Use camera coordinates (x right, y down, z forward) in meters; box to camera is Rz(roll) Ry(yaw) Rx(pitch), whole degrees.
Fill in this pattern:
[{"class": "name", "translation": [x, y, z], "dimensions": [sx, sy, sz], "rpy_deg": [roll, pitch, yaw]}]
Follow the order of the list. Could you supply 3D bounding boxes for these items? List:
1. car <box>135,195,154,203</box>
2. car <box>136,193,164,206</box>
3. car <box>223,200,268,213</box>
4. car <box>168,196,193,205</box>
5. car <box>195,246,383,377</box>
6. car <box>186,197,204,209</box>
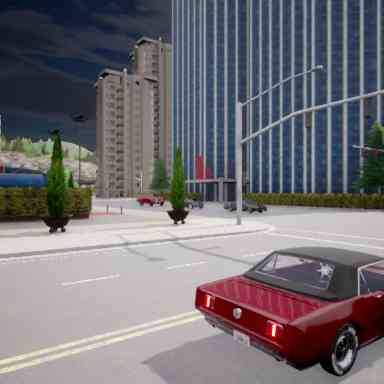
[{"class": "car", "translation": [-10.155, 1.511, 70.722], "dimensions": [2.128, 1.511, 4.902], "rpy_deg": [0, 0, -36]}, {"class": "car", "translation": [-6.610, 1.221, 53.741], "dimensions": [2.150, 2.045, 5.566], "rpy_deg": [0, 0, -36]}, {"class": "car", "translation": [5.766, 1.547, 36.675], "dimensions": [2.033, 1.411, 5.357], "rpy_deg": [0, 0, -36]}, {"class": "car", "translation": [-2.179, 1.492, 59.848], "dimensions": [2.128, 1.511, 4.902], "rpy_deg": [0, 0, -36]}, {"class": "car", "translation": [2.459, 1.601, 5.564], "dimensions": [4.718, 1.301, 1.895], "rpy_deg": [0, 0, -35]}, {"class": "car", "translation": [-0.340, 1.505, 45.082], "dimensions": [1.837, 1.490, 4.892], "rpy_deg": [0, 0, -36]}]
